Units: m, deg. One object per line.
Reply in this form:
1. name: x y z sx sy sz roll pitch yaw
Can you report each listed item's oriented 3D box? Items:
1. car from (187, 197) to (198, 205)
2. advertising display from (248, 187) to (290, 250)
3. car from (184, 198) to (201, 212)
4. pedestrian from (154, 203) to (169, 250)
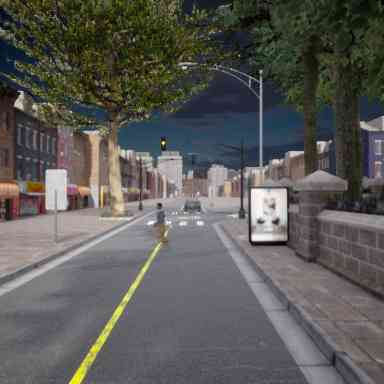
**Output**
1. car: 0.087 1.634 58.907 1.895 1.301 4.718 0 0 0
2. advertising display: 2.995 1.026 13.006 1.540 2.440 0.280 -1 -1 0
3. car: 0.082 1.504 39.782 2.128 1.511 4.902 0 0 0
4. pedestrian: -1.198 1.292 12.903 0.375 1.860 0.375 1 -1 -10
